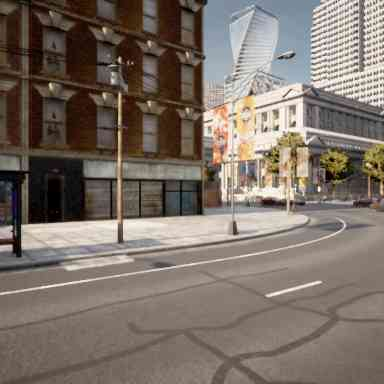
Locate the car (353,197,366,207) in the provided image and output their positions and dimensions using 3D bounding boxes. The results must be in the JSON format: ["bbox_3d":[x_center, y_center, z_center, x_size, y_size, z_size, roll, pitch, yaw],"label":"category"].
[{"bbox_3d":[26.433,1.516,50.039,2.002,1.452,4.674,0,0,-16],"label":"car"}]

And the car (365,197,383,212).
[{"bbox_3d":[21.752,1.545,36.474,2.033,1.411,5.357,0,0,-1],"label":"car"}]

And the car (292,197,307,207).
[{"bbox_3d":[15.267,1.544,51.341,2.033,1.411,5.357,0,0,-20],"label":"car"}]

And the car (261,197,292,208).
[{"bbox_3d":[12.163,1.475,49.594,1.882,1.535,5.008,0,0,-20],"label":"car"}]
